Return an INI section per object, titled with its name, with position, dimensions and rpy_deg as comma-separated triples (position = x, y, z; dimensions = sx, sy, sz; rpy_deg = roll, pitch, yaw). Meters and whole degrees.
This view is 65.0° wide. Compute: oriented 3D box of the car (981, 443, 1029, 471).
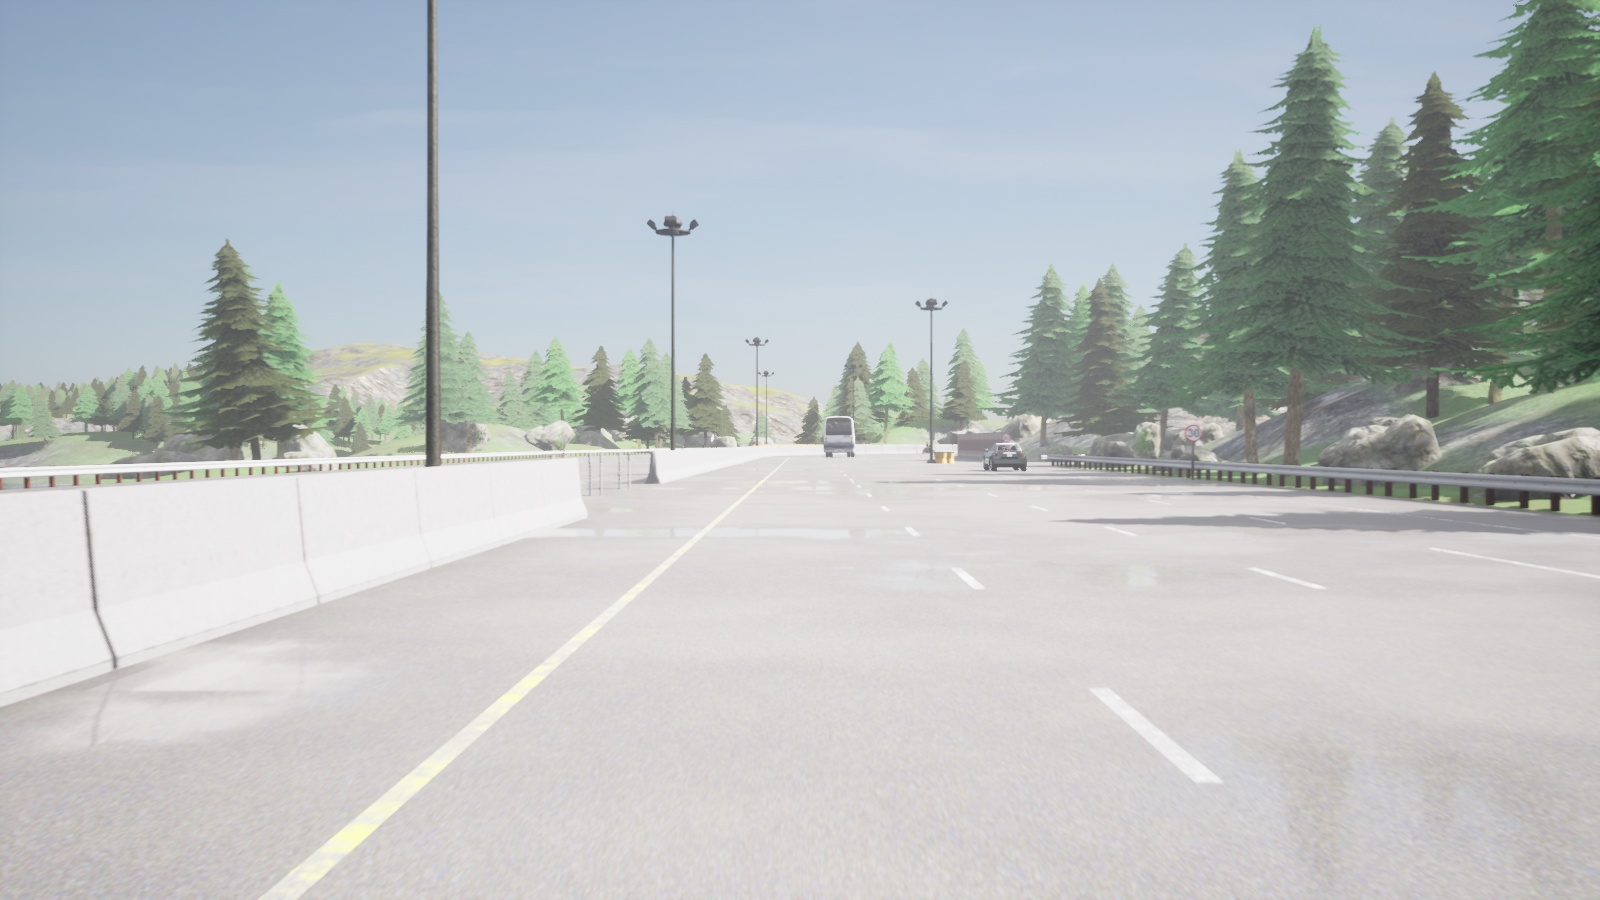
[car]
position = 10.902, 0.343, 67.064
dimensions = 1.970, 1.475, 3.806
rpy_deg = 0, 0, 0
